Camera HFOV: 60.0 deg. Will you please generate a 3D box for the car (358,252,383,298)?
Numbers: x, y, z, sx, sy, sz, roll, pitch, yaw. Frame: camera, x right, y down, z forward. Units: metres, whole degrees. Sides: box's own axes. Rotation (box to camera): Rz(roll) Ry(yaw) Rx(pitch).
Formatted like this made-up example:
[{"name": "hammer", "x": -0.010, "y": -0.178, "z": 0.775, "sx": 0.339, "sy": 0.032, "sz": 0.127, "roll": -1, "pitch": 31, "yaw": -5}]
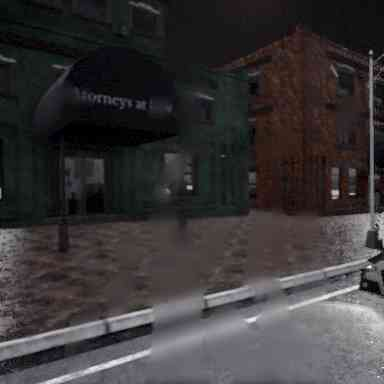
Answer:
[{"name": "car", "x": 5.538, "y": 1.573, "z": 7.325, "sx": 4.181, "sy": 1.385, "sz": 1.994, "roll": 0, "pitch": 0, "yaw": -35}]
